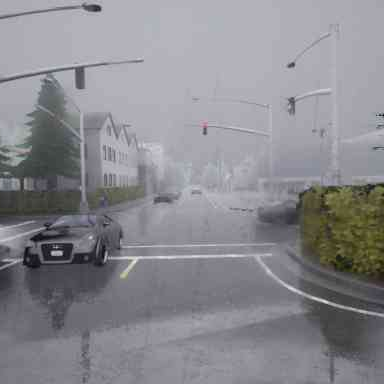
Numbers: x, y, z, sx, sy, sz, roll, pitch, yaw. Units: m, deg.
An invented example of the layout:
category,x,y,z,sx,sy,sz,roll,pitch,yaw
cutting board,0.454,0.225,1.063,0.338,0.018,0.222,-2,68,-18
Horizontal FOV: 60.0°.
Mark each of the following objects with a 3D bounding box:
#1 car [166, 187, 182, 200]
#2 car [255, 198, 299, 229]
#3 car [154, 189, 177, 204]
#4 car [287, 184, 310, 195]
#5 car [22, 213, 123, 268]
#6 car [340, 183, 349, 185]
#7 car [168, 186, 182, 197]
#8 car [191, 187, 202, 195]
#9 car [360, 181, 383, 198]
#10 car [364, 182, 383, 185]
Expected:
category,x,y,z,sx,sy,sz,roll,pitch,yaw
car,-2.941,0.146,46.026,2.097,1.767,4.553,-1,1,1
car,5.593,1.053,16.846,4.674,1.442,1.812,0,2,1
car,-3.089,0.632,37.059,1.895,1.301,4.718,-1,1,1
car,16.110,-0.274,51.401,2.007,1.523,4.514,-1,1,1
car,-3.396,1.339,10.205,1.994,1.385,4.181,-1,0,-2
car,26.266,-0.831,58.649,2.152,1.636,5.027,-1,1,1
car,-2.818,-0.111,55.757,2.097,1.767,4.553,-1,1,1
car,0.819,-0.146,60.690,1.812,1.442,4.674,-1,1,1
car,22.933,-0.361,41.308,1.932,1.855,4.605,-1,1,1
car,19.559,-0.103,33.481,1.905,1.878,3.866,-1,1,1
